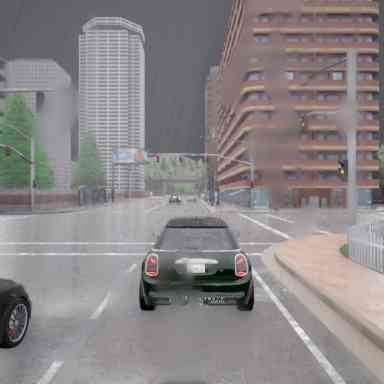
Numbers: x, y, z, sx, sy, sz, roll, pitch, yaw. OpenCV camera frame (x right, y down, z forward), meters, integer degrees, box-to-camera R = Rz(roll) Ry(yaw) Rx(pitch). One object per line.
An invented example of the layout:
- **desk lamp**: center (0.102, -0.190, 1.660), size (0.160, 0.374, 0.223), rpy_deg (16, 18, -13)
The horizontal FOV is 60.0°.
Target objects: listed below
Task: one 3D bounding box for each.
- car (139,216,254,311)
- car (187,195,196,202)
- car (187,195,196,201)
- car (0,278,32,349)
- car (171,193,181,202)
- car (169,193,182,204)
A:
- **car**: center (0.099, 1.352, 7.924), size (2.097, 1.767, 4.553), rpy_deg (0, 0, 1)
- **car**: center (-0.134, 1.518, 76.332), size (1.812, 1.442, 4.674), rpy_deg (0, 0, 0)
- **car**: center (-0.150, 1.506, 85.332), size (2.128, 1.511, 4.902), rpy_deg (0, 0, 0)
- **car**: center (-3.431, 1.526, 3.305), size (1.812, 1.442, 4.674), rpy_deg (0, 0, 0)
- **car**: center (-3.634, 1.219, 76.075), size (2.150, 2.045, 5.566), rpy_deg (0, 0, 0)
- **car**: center (-3.517, 1.491, 66.074), size (2.128, 1.511, 4.902), rpy_deg (0, 0, 0)
